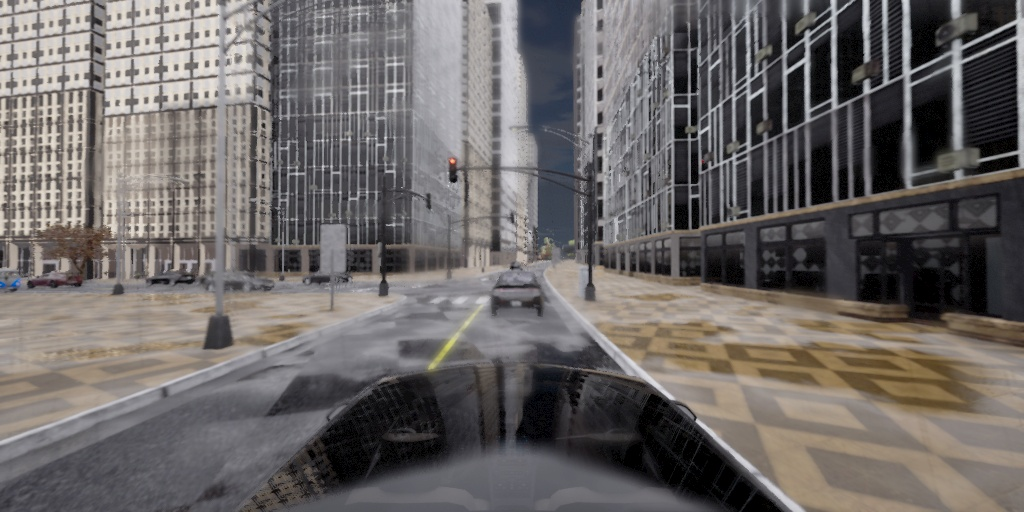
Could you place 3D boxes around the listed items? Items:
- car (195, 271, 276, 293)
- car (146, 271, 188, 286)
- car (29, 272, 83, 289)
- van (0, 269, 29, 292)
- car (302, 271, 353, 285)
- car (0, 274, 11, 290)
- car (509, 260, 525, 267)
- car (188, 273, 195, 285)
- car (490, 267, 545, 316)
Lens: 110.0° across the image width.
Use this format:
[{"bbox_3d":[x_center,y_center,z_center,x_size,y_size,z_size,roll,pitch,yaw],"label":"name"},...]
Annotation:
[{"bbox_3d":[-17.796,1.731,23.547,4.403,1.370,2.007,0,0,10],"label":"car"},{"bbox_3d":[-32.957,2.168,34.729,4.313,1.339,1.948,0,0,10],"label":"car"},{"bbox_3d":[-43.002,2.279,33.808,4.674,1.442,1.812,-1,-1,11],"label":"car"},{"bbox_3d":[-39.953,1.942,27.453,3.998,1.789,1.690,0,0,10],"label":"van"},{"bbox_3d":[-16.340,1.839,31.799,4.403,1.370,2.007,0,0,10],"label":"car"},{"bbox_3d":[-47.554,2.340,31.512,5.357,1.411,2.033,-1,-1,10],"label":"car"},{"bbox_3d":[0.673,1.673,60.673,1.837,1.490,4.892,0,0,8],"label":"car"},{"bbox_3d":[-27.418,2.063,33.752,4.313,1.339,1.948,0,0,10],"label":"car"},{"bbox_3d":[0.246,1.338,13.835,2.128,1.511,4.902,0,0,2],"label":"car"}]
